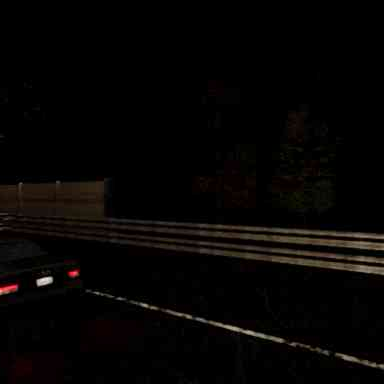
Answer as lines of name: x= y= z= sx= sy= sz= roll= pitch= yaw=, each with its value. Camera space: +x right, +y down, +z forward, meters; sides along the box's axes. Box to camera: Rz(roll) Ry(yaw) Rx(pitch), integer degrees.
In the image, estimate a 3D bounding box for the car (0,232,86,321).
car: x=-4.588 y=1.600 z=7.126 sx=5.357 sy=1.411 sz=2.033 roll=-1 pitch=0 yaw=35
